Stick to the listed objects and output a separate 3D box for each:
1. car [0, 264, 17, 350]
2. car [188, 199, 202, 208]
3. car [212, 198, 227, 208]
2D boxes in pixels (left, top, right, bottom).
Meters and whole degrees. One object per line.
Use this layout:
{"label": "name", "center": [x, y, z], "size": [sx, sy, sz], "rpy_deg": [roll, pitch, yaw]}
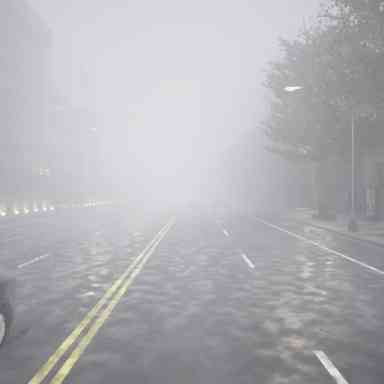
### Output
{"label": "car", "center": [-3.583, 1.506, 3.120], "size": [1.837, 1.490, 4.892], "rpy_deg": [0, 0, 0]}
{"label": "car", "center": [0.420, 1.601, 48.240], "size": [1.895, 1.301, 4.718], "rpy_deg": [0, 0, 0]}
{"label": "car", "center": [3.911, 1.564, 47.306], "size": [1.994, 1.385, 4.181], "rpy_deg": [0, 0, 0]}
